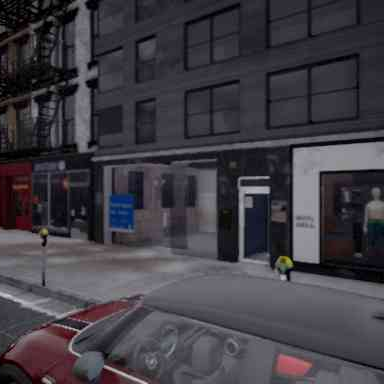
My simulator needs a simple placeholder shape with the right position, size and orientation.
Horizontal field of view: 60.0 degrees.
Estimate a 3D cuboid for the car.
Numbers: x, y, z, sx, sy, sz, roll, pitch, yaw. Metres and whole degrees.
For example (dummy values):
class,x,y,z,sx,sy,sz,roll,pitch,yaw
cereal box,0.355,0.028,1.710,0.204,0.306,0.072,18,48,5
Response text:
class,x,y,z,sx,sy,sz,roll,pitch,yaw
car,0.116,1.439,2.728,4.097,1.590,1.967,0,0,35
